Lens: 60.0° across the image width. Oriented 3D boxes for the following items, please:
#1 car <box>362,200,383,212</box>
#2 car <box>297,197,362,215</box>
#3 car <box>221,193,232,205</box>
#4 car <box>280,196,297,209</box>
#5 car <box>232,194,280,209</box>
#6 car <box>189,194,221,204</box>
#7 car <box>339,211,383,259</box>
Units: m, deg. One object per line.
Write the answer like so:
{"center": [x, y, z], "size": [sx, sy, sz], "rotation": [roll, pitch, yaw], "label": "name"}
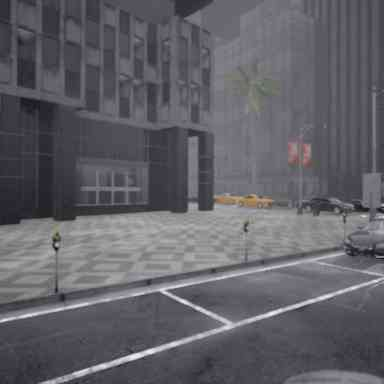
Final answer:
{"center": [16.131, 1.364, 31.418], "size": [1.895, 1.301, 4.718], "rotation": [0, 1, -36], "label": "car"}
{"center": [12.573, 1.230, 30.802], "size": [1.837, 1.490, 4.892], "rotation": [0, 1, -35], "label": "car"}
{"center": [5.164, 0.910, 46.867], "size": [1.882, 1.535, 5.008], "rotation": [0, 1, -35], "label": "car"}
{"center": [11.042, 1.172, 38.580], "size": [1.994, 1.385, 4.181], "rotation": [0, 1, -35], "label": "car"}
{"center": [7.281, 1.042, 38.263], "size": [1.882, 1.535, 5.008], "rotation": [0, 1, -35], "label": "car"}
{"center": [1.432, 0.992, 46.517], "size": [1.895, 1.301, 4.718], "rotation": [0, 1, -35], "label": "car"}
{"center": [7.115, 1.563, 11.730], "size": [4.403, 1.369, 2.008], "rotation": [0, 0, -36], "label": "car"}
